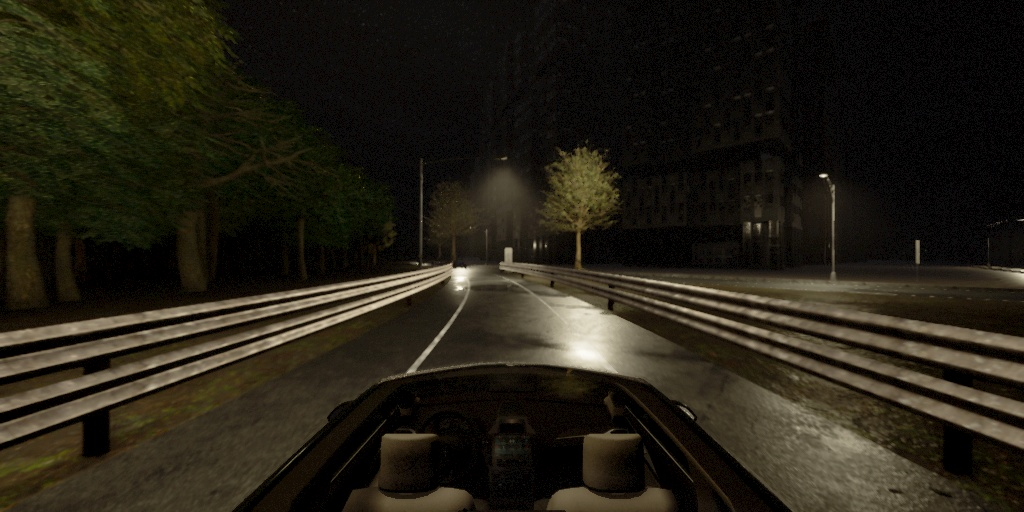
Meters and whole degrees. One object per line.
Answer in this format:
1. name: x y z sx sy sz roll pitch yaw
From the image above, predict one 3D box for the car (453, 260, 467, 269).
1. car: -8.514 1.332 57.656 1.812 1.442 4.674 0 0 -20
